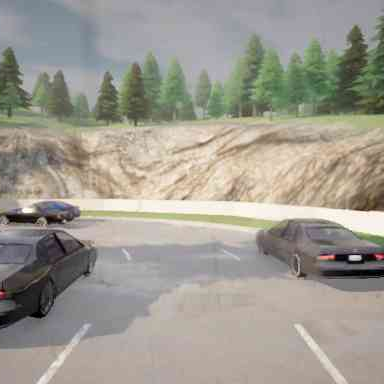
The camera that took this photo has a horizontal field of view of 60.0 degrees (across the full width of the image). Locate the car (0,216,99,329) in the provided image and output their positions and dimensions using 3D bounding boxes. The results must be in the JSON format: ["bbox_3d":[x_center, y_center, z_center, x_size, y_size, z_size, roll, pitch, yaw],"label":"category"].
[{"bbox_3d":[-3.511,1.514,7.187,2.033,1.411,5.357,0,0,-2],"label":"car"}]

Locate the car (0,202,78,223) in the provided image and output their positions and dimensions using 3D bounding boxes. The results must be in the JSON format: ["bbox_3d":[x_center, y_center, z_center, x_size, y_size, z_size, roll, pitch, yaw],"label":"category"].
[{"bbox_3d":[-9.995,1.503,21.051,4.718,1.301,1.895,0,0,16],"label":"car"}]

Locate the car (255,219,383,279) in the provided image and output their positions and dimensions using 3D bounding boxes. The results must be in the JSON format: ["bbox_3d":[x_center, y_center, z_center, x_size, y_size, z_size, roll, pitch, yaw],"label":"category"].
[{"bbox_3d":[3.428,1.502,9.917,2.033,1.411,5.357,0,0,-5],"label":"car"}]

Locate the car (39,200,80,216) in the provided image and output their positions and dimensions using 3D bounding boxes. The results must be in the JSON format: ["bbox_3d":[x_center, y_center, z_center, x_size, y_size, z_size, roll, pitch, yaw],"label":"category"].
[{"bbox_3d":[-10.738,1.364,24.455,5.008,1.535,1.882,0,0,11],"label":"car"}]
